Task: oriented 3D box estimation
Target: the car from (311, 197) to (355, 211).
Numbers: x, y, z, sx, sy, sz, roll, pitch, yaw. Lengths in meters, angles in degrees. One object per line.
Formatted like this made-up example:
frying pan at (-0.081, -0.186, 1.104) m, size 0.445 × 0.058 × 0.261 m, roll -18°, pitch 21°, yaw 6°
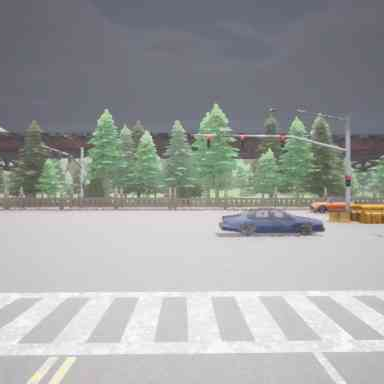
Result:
car at (14.912, 1.352, 35.534) m, size 4.553 × 1.767 × 2.097 m, roll 0°, pitch 0°, yaw -2°

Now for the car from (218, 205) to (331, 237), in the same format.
car at (4.068, 1.548, 17.494) m, size 5.357 × 1.411 × 2.033 m, roll 0°, pitch 0°, yaw -2°

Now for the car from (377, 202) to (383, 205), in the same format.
car at (16.876, 1.564, 28.586) m, size 4.181 × 1.385 × 1.994 m, roll 0°, pitch 0°, yaw -2°
